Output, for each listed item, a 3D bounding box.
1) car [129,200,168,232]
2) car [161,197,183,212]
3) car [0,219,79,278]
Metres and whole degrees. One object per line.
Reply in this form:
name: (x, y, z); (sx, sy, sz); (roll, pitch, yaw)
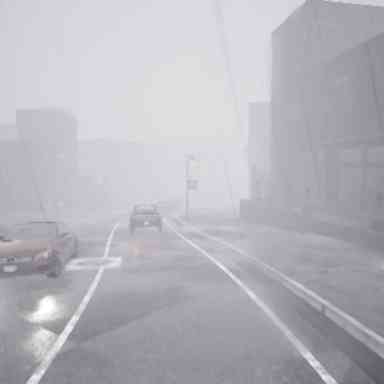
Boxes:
car: (-2.892, 1.523, 20.756); (2.128, 1.511, 4.902); (-1, 0, -9)
car: (-3.017, 1.608, 41.101); (2.128, 1.511, 4.902); (0, 0, 10)
car: (-4.733, 1.598, 10.296); (1.812, 1.442, 4.674); (-1, 0, -9)
